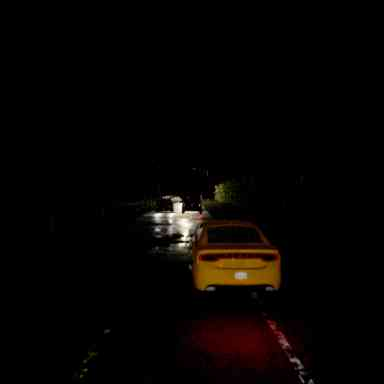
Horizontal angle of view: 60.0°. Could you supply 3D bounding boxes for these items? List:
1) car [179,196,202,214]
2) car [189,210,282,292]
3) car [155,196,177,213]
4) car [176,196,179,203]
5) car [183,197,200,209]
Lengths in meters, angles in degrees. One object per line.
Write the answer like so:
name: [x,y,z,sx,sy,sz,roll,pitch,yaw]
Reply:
car: [-0.003,1.336,35.079,2.097,1.767,4.553,0,0,0]
car: [0.944,1.473,8.925,1.882,1.535,5.008,0,0,0]
car: [-2.927,1.509,36.646,1.812,1.442,4.674,0,0,0]
car: [-2.882,1.500,61.909,1.812,1.442,4.674,0,0,0]
car: [-0.033,1.471,45.039,2.128,1.511,4.902,0,0,0]
